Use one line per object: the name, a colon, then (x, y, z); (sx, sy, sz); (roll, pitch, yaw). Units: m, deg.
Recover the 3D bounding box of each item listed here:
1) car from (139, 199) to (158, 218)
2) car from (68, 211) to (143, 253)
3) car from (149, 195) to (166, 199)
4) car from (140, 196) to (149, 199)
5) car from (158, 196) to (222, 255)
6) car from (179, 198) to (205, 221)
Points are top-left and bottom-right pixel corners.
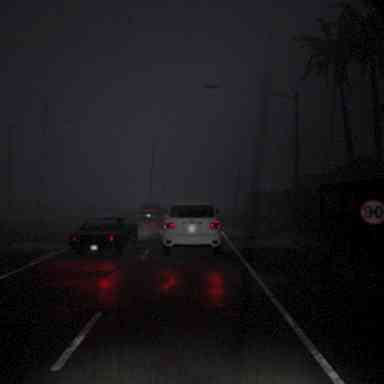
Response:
car: (-3.499, 1.630, 29.276); (1.837, 1.490, 4.892); (0, 0, 0)
car: (-3.499, 1.703, 14.106); (1.895, 1.301, 4.718); (0, 0, 0)
car: (-7.295, 1.406, 76.256); (2.097, 1.767, 4.553); (0, 0, 19)
car: (-10.470, 1.596, 77.773); (2.128, 1.511, 4.902); (0, 0, 19)
car: (0.000, 1.318, 13.991); (2.150, 2.045, 5.566); (0, 0, 0)
car: (0.000, 1.473, 29.076); (2.097, 1.767, 4.553); (0, 0, 0)
